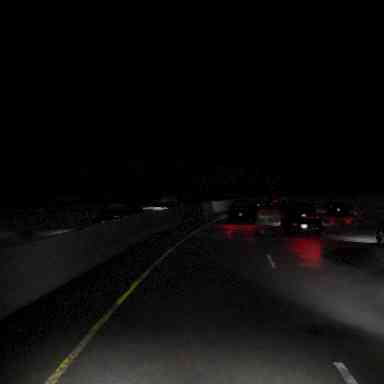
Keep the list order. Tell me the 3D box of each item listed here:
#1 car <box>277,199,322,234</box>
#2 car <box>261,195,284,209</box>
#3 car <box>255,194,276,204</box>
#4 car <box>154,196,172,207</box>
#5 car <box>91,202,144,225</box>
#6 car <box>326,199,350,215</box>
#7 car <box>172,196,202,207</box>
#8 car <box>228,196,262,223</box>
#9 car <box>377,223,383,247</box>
[{"bbox_3d":[5.937,1.379,18.441,1.837,1.490,4.892,0,0,12],"label":"car"},{"bbox_3d":[10.264,1.254,40.439,2.128,1.511,4.902,0,0,26],"label":"car"},{"bbox_3d":[12.932,1.190,58.658,1.882,1.535,5.008,0,0,35],"label":"car"},{"bbox_3d":[-3.294,1.261,45.024,1.812,1.442,4.674,0,0,26],"label":"car"},{"bbox_3d":[-4.467,1.372,20.837,1.812,1.442,4.674,0,0,13],"label":"car"},{"bbox_3d":[13.463,1.334,30.732,1.812,1.442,4.674,0,0,22],"label":"car"},{"bbox_3d":[-0.261,1.251,43.235,1.837,1.490,4.892,0,0,26],"label":"car"},{"bbox_3d":[3.836,1.314,24.244,1.882,1.535,5.008,0,0,15],"label":"car"},{"bbox_3d":[8.167,1.430,11.544,1.837,1.490,4.892,0,0,8],"label":"car"}]
